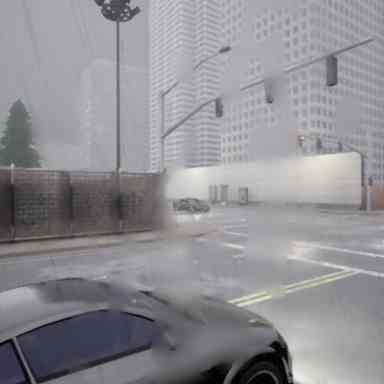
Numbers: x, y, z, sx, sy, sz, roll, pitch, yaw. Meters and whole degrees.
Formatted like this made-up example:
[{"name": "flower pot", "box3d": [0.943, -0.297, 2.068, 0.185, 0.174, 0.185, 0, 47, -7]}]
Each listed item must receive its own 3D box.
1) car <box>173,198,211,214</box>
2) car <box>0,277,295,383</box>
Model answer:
[{"name": "car", "box3d": [-0.102, 1.341, 33.515, 1.837, 1.490, 4.892, 0, 0, -35]}, {"name": "car", "box3d": [-0.974, 1.559, 3.098, 4.181, 1.385, 1.994, 0, 0, -35]}]
